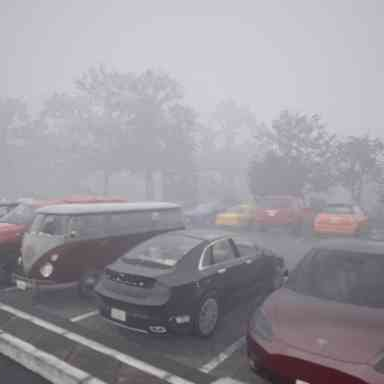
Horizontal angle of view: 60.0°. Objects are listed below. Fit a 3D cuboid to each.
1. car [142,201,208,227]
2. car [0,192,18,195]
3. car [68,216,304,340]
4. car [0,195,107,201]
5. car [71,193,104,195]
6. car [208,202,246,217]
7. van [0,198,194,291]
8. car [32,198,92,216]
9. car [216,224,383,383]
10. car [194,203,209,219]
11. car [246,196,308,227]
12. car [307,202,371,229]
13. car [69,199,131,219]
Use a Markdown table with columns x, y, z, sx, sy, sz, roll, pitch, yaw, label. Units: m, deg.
| x | y | z | sx | sy | sz | roll | pitch | yaw | label |
| --- | --- | --- | --- | --- | --- | --- | --- | --- | --- |
| -1.098 | 1.472 | 23.907 | 2.163 | 1.488 | 4.792 | 0 | 0 | 36 | car |
| -21.454 | 1.147 | 38.527 | 2.185 | 1.767 | 4.553 | 1 | 0 | 36 | car |
| 0.337 | 1.511 | 6.801 | 2.231 | 1.521 | 4.892 | 0 | 0 | 36 | car |
| -4.195 | 1.226 | 10.029 | 2.435 | 2.045 | 5.566 | 0 | 0 | 36 | car |
| -10.141 | 1.120 | 30.405 | 2.435 | 2.045 | 5.566 | 0 | 0 | 36 | car |
| 3.451 | 1.472 | 20.904 | 1.946 | 1.575 | 5.366 | 0 | 0 | 36 | car |
| -2.087 | 1.267 | 8.407 | 1.878 | 1.987 | 4.442 | 0 | 0 | 36 | van |
| -12.387 | 1.352 | 32.058 | 2.097 | 1.535 | 5.008 | 0 | 0 | 36 | car |
| 2.584 | 1.556 | 5.159 | 2.163 | 1.488 | 4.792 | 0 | 0 | 36 | car |
| 1.186 | 1.459 | 22.310 | 2.097 | 1.535 | 5.008 | 0 | 0 | 36 | car |
| 5.623 | 1.240 | 19.151 | 2.435 | 2.045 | 5.566 | 0 | 0 | 36 | car |
| 7.950 | 1.383 | 17.406 | 2.185 | 1.767 | 4.553 | 0 | 0 | 36 | car |
| -7.862 | 1.392 | 28.810 | 2.231 | 1.521 | 4.892 | 0 | 0 | 36 | car |
